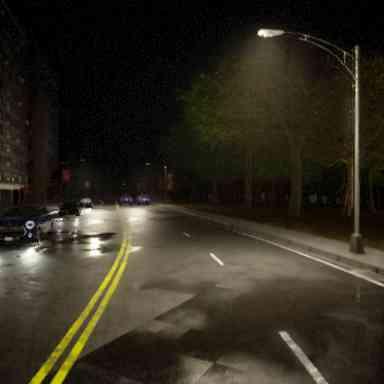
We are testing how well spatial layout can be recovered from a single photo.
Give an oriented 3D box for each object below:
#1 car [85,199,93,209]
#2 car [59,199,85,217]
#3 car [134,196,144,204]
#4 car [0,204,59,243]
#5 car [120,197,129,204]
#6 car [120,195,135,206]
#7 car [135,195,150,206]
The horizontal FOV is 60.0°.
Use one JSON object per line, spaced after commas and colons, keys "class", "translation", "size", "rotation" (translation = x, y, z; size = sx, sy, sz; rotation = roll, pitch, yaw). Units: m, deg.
{"class": "car", "translation": [-16.723, 1.812, 52.689], "size": [2.128, 1.511, 4.902], "rotation": [0, 0, -13]}
{"class": "car", "translation": [-12.254, 1.727, 33.704], "size": [1.837, 1.490, 4.892], "rotation": [0, 0, -13]}
{"class": "car", "translation": [-11.947, 1.768, 74.821], "size": [1.837, 1.490, 4.892], "rotation": [0, 0, -13]}
{"class": "car", "translation": [-8.448, 1.486, 16.778], "size": [2.097, 1.767, 4.553], "rotation": [0, 0, -11]}
{"class": "car", "translation": [-15.115, 1.857, 74.095], "size": [1.895, 1.301, 4.718], "rotation": [0, 0, -13]}
{"class": "car", "translation": [-12.697, 1.603, 63.961], "size": [2.150, 2.045, 5.566], "rotation": [0, 0, -13]}
{"class": "car", "translation": [-9.536, 1.609, 64.715], "size": [2.150, 2.045, 5.566], "rotation": [0, 0, -13]}
